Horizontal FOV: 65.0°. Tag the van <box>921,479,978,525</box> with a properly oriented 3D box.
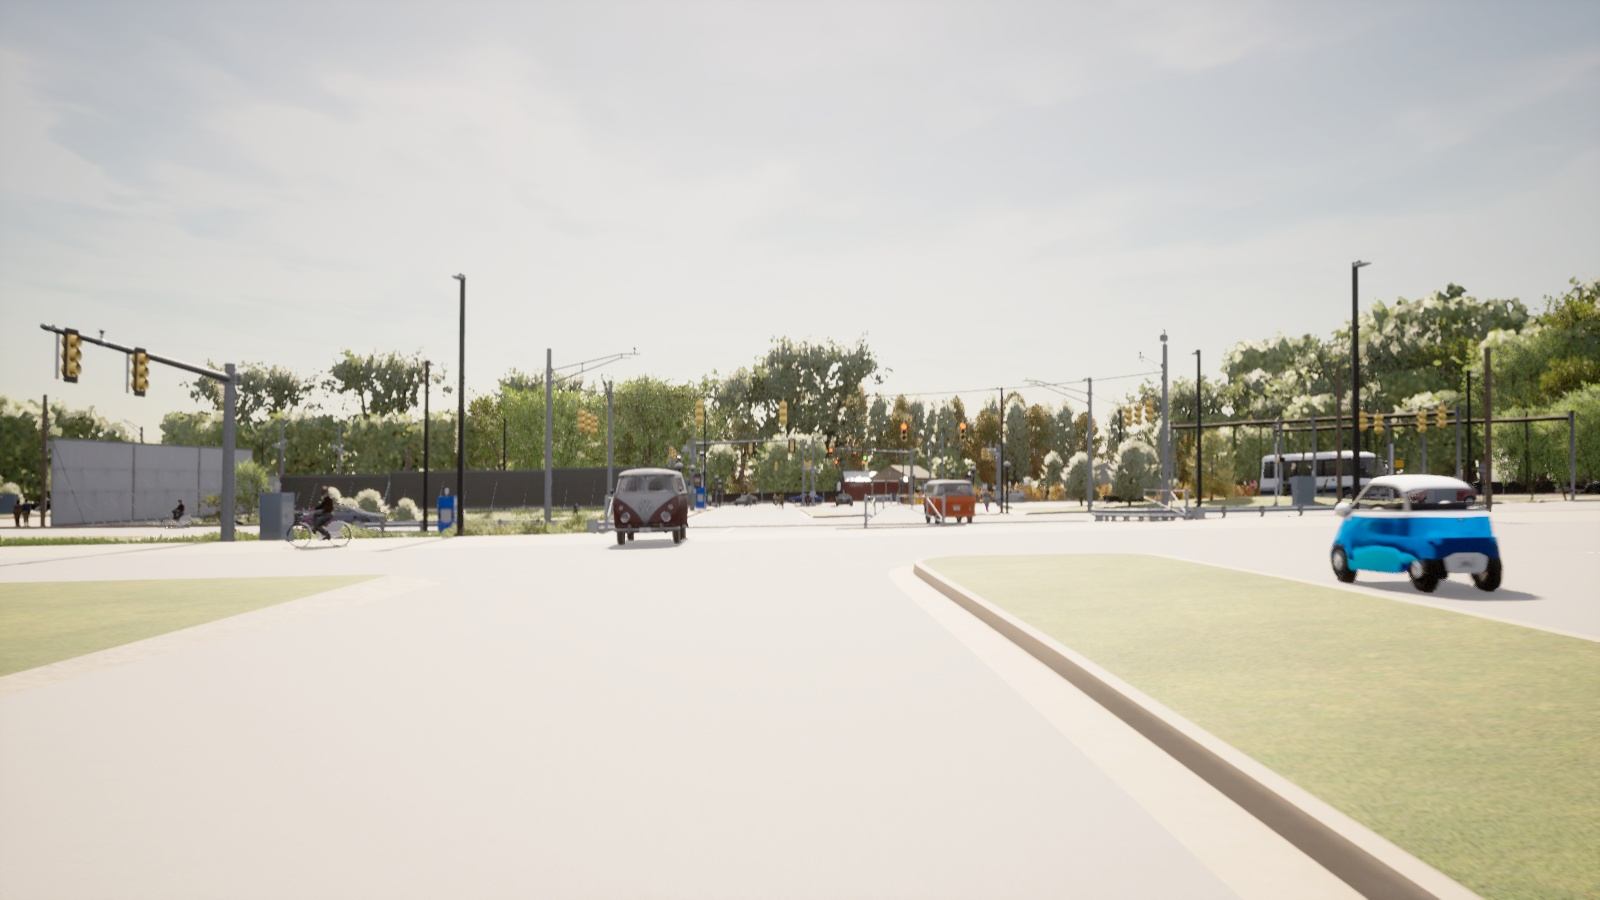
[{"bbox_3d":[6.790,2.340,57.317,1.775,1.987,4.442,-1,-1,-4],"label":"van"}]

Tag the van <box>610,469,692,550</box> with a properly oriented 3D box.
[{"bbox_3d":[-3.970,1.572,34.072,1.775,1.987,4.442,-2,-2,-2],"label":"van"}]

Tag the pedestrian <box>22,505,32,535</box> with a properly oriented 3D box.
[{"bbox_3d":[-49.909,4.522,81.081,0.423,1.949,0.788,1,-2,-43],"label":"pedestrian"}]

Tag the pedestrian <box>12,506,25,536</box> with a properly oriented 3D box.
[{"bbox_3d":[-50.830,4.599,81.686,0.396,1.930,0.692,0,-1,-1],"label":"pedestrian"}]

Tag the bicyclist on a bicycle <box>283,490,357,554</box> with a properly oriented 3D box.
[{"bbox_3d":[-13.787,2.061,36.070,1.843,1.776,0.659,-2,-1,-1],"label":"bicyclist on a bicycle"}]

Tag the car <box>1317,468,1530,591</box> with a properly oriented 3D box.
[{"bbox_3d":[7.657,0.942,15.612,1.481,1.376,2.207,-1,-1,-1],"label":"car"}]

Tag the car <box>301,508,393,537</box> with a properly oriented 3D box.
[{"bbox_3d":[-24.121,3.859,66.970,4.181,1.385,1.994,-1,-1,-1],"label":"car"}]
